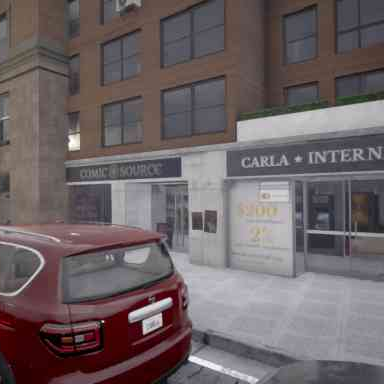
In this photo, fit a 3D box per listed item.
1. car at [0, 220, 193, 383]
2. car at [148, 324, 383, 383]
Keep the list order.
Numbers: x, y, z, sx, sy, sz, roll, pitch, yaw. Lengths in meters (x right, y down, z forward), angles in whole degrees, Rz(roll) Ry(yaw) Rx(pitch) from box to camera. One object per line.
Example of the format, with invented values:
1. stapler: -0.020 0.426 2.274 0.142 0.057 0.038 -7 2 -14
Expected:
1. car: -2.314 1.318 4.509 5.009 1.841 2.192 0 -1 35
2. car: 2.148 1.550 1.325 4.403 1.369 2.008 0 -1 35
